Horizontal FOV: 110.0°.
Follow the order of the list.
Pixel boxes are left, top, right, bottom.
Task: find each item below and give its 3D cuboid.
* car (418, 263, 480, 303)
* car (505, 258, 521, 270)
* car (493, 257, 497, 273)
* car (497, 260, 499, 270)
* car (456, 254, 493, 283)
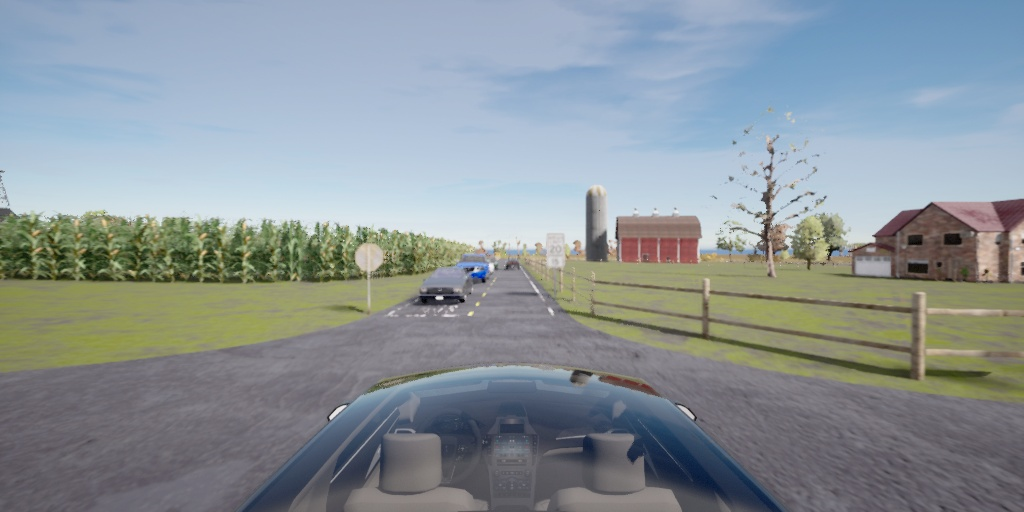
[{"bbox_3d":[-2.824,1.222,16.480,2.033,1.411,5.357,0,0,-1],"label":"car"},{"bbox_3d":[0.108,1.037,47.718,1.837,1.490,4.892,0,0,0],"label":"car"},{"bbox_3d":[-2.827,1.106,36.432,1.812,1.442,4.674,0,0,0],"label":"car"},{"bbox_3d":[-2.764,0.889,46.724,2.097,1.767,4.553,0,0,0],"label":"car"},{"bbox_3d":[-2.840,0.847,26.660,2.150,2.045,5.566,0,0,0],"label":"car"}]
